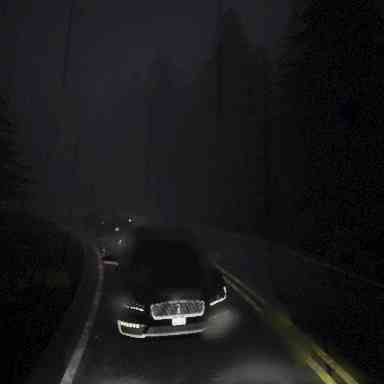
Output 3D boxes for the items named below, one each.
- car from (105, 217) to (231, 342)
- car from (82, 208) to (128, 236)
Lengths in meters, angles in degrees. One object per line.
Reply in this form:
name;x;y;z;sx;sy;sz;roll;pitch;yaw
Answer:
car;-0.656;1.495;6.875;1.837;1.490;4.892;-1;0;-11
car;-4.943;1.621;19.117;1.895;1.301;4.718;-3;1;-29
